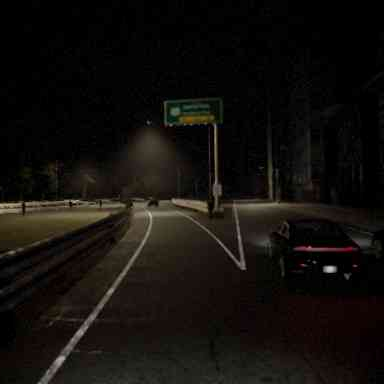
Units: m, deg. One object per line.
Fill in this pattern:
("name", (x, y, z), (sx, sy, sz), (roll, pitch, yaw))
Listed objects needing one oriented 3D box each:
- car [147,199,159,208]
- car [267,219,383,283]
("car", (-6.896, 1.975, 59.271), (1.837, 1.490, 4.892), (-1, 0, -9))
("car", (3.381, 1.535, 9.857), (2.128, 1.511, 4.902), (-1, -1, 7))
